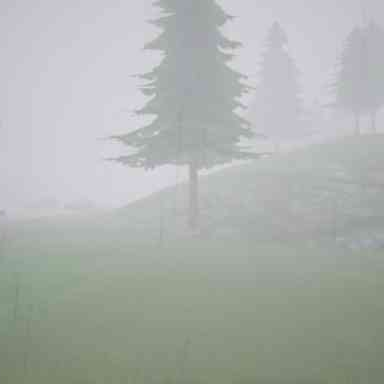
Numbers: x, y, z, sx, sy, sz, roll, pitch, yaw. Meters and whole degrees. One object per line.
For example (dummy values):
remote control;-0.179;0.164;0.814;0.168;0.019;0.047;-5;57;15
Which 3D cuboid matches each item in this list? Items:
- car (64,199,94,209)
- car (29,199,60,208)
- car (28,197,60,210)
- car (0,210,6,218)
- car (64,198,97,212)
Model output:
car;-15.889;1.672;46.949;1.895;1.301;4.718;-1;0;12
car;-22.265;1.729;50.577;1.895;1.301;4.718;-1;0;12
car;-19.921;1.465;44.876;2.097;1.767;4.553;-1;0;12
car;-16.814;1.720;25.589;1.895;1.301;4.718;-1;0;12
car;-13.599;1.536;40.954;1.882;1.535;5.008;-1;0;12
